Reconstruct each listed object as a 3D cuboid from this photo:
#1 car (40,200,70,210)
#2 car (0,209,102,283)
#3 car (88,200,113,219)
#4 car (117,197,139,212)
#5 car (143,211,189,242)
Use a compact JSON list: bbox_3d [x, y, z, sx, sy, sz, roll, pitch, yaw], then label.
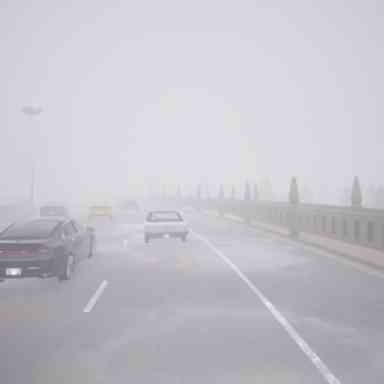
[{"bbox_3d":[-11.067,1.417,27.062,1.882,1.535,5.008,0,0,-16],"label":"car"},{"bbox_3d":[-4.102,1.483,9.679,1.837,1.490,4.892,0,0,-5],"label":"car"},{"bbox_3d":[-7.699,1.403,27.971,1.882,1.535,5.008,0,0,-16],"label":"car"},{"bbox_3d":[-7.285,1.394,37.634,1.837,1.490,4.892,0,0,-21],"label":"car"},{"bbox_3d":[-1.403,1.547,16.100,1.895,1.301,4.718,0,0,-9],"label":"car"}]
